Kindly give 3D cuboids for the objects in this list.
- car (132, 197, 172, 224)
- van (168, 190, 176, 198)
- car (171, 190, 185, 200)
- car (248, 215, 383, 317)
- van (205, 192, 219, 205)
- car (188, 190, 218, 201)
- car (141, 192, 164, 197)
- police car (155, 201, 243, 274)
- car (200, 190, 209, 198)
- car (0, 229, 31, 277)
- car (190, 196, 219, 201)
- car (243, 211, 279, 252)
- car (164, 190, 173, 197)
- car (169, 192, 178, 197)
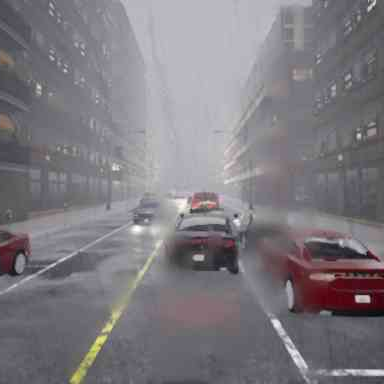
[{"bbox_3d":[-2.736,1.311,22.696,2.033,1.411,5.357,0,1,0],"label":"car"},{"bbox_3d":[-4.886,0.501,81.012,1.690,1.788,3.998,1,1,0],"label":"van"},{"bbox_3d":[-2.443,0.897,64.160,1.994,1.385,4.181,0,1,1],"label":"car"},{"bbox_3d":[2.610,1.467,7.286,1.887,1.381,4.507,1,1,0],"label":"car"},{"bbox_3d":[2.818,0.852,46.978,1.690,1.788,3.998,1,1,0],"label":"van"},{"bbox_3d":[0.959,0.951,26.161,2.150,2.045,5.566,0,1,0],"label":"car"},{"bbox_3d":[-5.091,0.885,41.318,2.192,1.841,5.009,1,1,0],"label":"car"},{"bbox_3d":[0.488,1.315,10.391,1.930,1.638,5.238,0,1,7],"label":"police car"},{"bbox_3d":[2.995,0.474,81.000,2.192,1.841,5.009,1,1,0],"label":"car"},{"bbox_3d":[-5.270,1.468,7.297,1.887,1.381,4.507,1,1,0],"label":"car"},{"bbox_3d":[0.928,1.243,20.324,1.801,1.575,5.366,0,1,0],"label":"car"},{"bbox_3d":[2.640,1.415,12.957,2.008,1.369,4.403,1,1,0],"label":"car"},{"bbox_3d":[-4.944,0.592,69.670,2.192,1.841,5.009,1,1,0],"label":"car"},{"bbox_3d":[-4.859,0.652,86.684,2.008,1.369,4.403,1,1,0],"label":"car"}]
